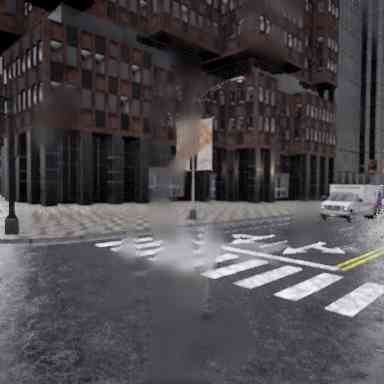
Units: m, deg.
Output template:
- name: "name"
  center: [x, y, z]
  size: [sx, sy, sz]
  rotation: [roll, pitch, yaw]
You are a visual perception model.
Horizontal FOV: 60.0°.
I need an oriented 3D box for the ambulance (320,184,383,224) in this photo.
- name: "ambulance"
  center: [11.031, 0.716, 22.945]
  size: [6.366, 2.431, 2.351]
  rotation: [0, 2, -45]
